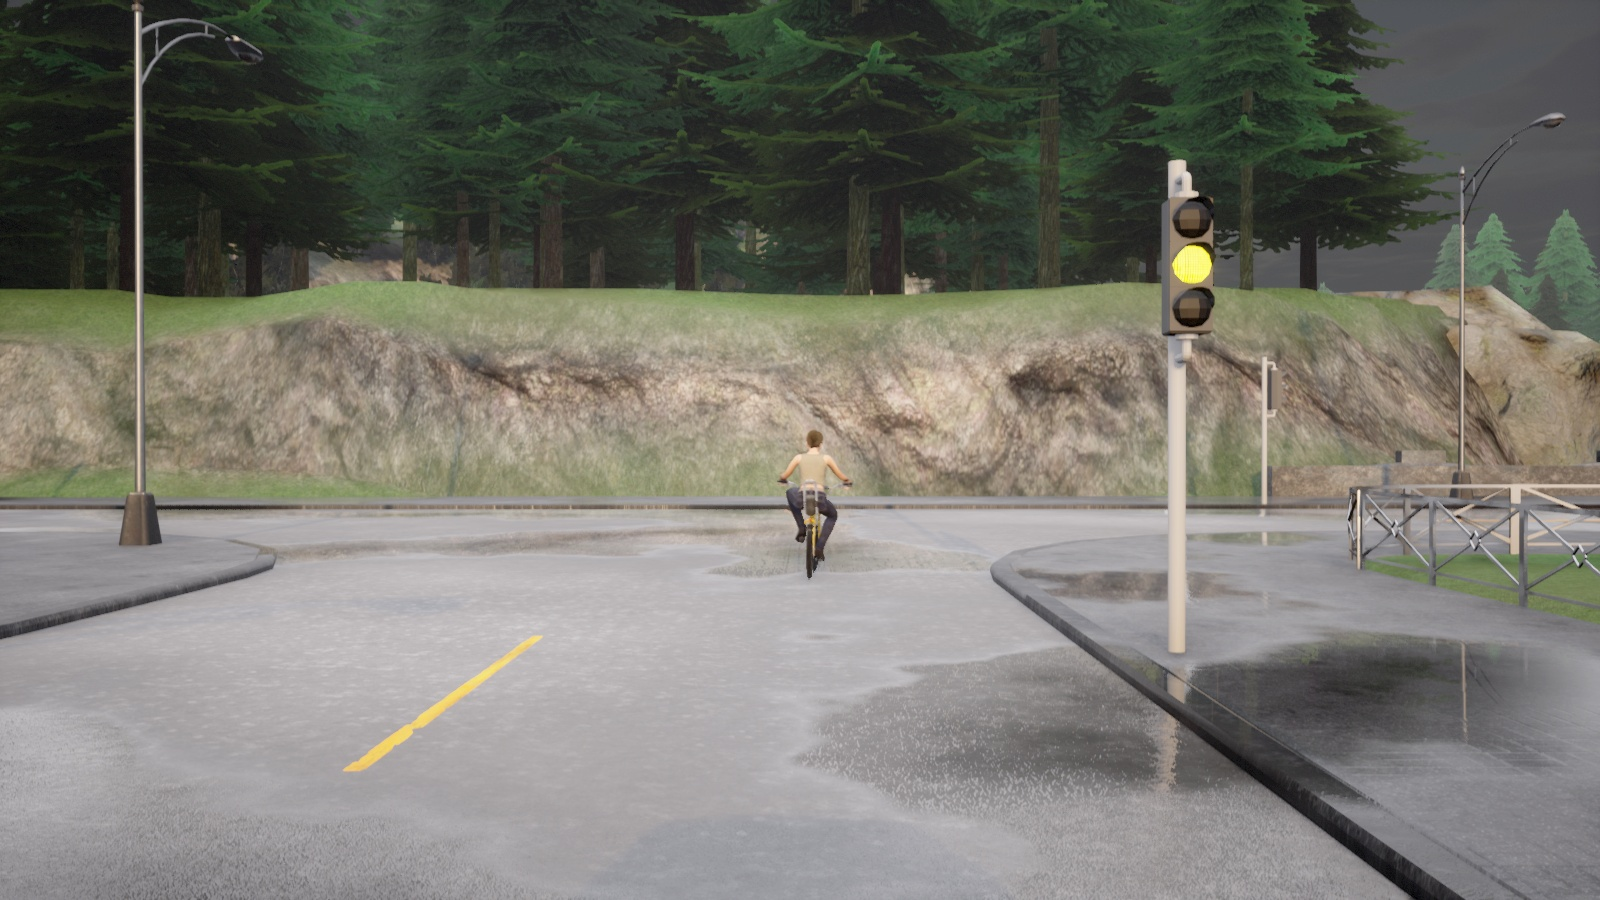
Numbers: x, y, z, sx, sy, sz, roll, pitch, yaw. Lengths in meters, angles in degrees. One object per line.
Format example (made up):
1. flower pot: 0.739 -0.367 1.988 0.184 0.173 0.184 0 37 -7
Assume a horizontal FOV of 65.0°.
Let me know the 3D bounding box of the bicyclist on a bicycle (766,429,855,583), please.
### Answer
1. bicyclist on a bicycle: 0.144 0.587 14.047 0.866 1.612 1.509 1 0 4
